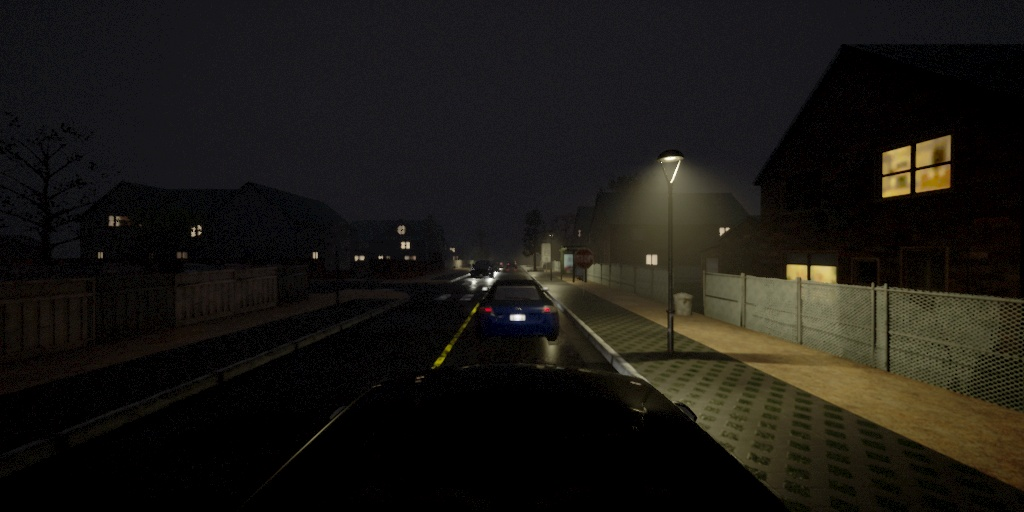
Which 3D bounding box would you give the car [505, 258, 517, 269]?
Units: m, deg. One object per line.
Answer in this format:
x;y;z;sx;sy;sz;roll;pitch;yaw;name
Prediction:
-0.069;1.569;63.968;1.812;1.442;4.674;0;-1;0;car

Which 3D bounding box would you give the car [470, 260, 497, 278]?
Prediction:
-2.885;1.192;35.599;2.097;1.767;4.553;0;0;0;car

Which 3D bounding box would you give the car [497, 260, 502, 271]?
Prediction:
-2.895;1.430;51.025;2.128;1.511;4.902;0;-1;0;car

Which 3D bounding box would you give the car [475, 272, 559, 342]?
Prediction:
0.092;1.324;9.866;1.994;1.385;4.181;0;0;-1;car
